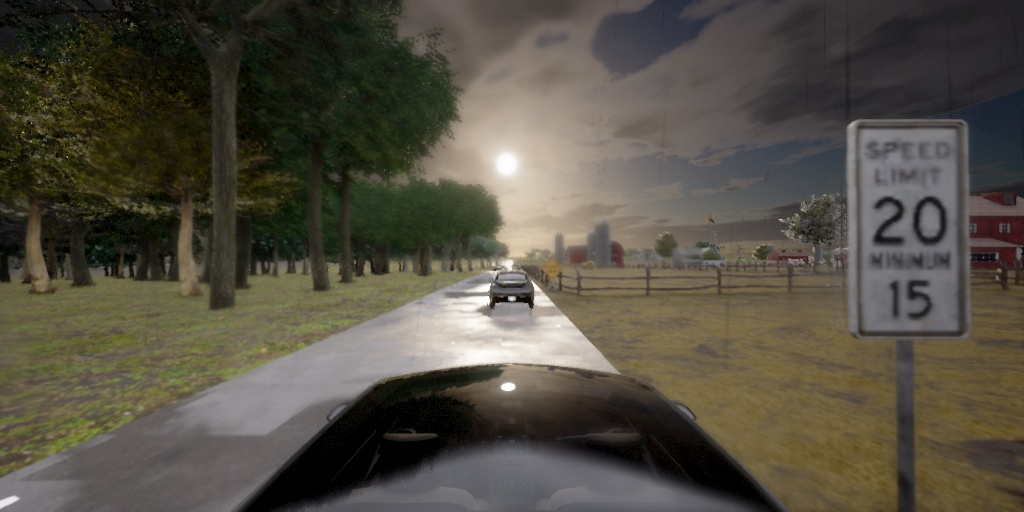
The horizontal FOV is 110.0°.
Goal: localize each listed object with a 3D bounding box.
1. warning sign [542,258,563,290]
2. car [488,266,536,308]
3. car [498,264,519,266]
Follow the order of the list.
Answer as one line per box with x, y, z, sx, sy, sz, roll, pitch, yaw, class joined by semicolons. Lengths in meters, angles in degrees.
2.446;1.051;21.600;1.300;1.860;1.060;0;0;0;warning sign
0.001;1.392;16.155;1.837;1.490;4.892;0;0;0;car
-0.002;1.616;31.152;1.994;1.385;4.181;0;-1;0;car
